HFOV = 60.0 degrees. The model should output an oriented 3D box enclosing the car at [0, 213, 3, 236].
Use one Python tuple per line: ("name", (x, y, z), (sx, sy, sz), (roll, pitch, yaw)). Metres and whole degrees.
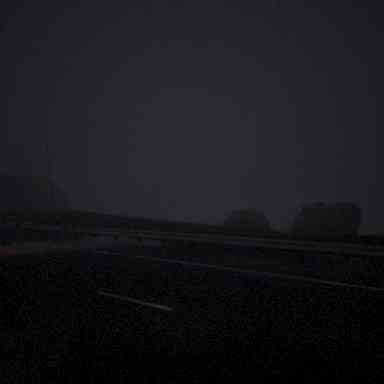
("car", (-11.060, 1.307, 15.176), (5.566, 2.045, 2.150), (-1, 0, 28))
